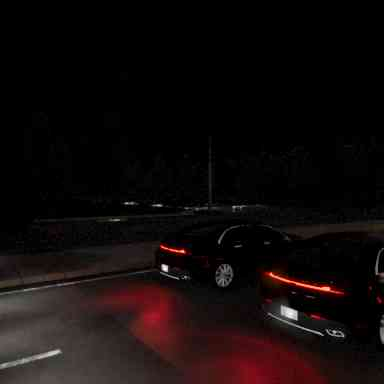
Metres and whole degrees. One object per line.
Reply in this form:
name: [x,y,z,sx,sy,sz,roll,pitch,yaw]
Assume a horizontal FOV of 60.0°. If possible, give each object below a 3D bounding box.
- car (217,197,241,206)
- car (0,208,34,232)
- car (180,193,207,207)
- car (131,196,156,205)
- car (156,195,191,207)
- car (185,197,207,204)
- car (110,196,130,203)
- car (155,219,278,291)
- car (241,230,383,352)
car: [6.138,1.525,55.621,1.812,1.442,4.674,0,0,-35]
car: [-11.523,1.601,18.487,4.718,1.301,1.895,0,0,-35]
car: [-0.090,1.221,52.259,2.150,2.045,5.566,0,0,-36]
car: [-8.397,1.601,58.057,1.895,1.301,4.718,0,0,-35]
car: [-2.854,1.547,50.121,2.033,1.411,5.357,0,0,-35]
car: [0.740,1.600,63.346,1.895,1.301,4.718,0,0,-35]
car: [-15.059,1.492,67.696,2.128,1.511,4.902,0,0,-35]
car: [1.358,1.505,9.066,4.892,1.490,1.837,0,0,-35]
car: [3.390,1.505,6.217,4.892,1.490,1.837,0,0,-35]
